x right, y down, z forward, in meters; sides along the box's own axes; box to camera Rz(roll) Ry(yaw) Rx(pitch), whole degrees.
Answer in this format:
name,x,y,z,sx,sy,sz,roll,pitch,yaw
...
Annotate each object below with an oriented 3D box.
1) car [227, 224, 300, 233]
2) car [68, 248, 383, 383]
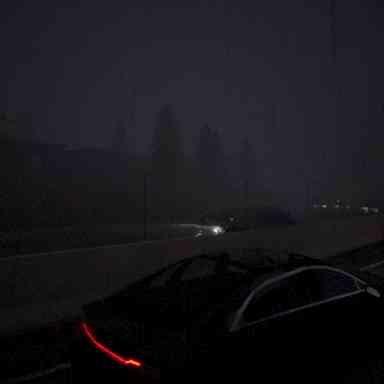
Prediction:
name,x,y,z,sx,sy,sz,roll,pitch,yaw
car,3.382,1.595,15.706,4.181,1.385,1.994,0,0,-43
car,1.026,1.500,4.249,4.902,1.511,2.128,0,0,-38
